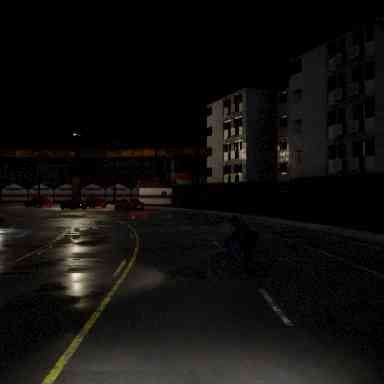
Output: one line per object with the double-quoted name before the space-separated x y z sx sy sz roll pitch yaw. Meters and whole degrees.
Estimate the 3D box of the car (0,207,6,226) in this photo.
"car" -13.902 1.561 22.674 1.812 1.442 4.674 0 0 -23

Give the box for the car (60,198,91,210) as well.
"car" -15.142 1.564 42.387 1.994 1.385 4.181 0 0 -45

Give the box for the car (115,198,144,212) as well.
"car" -7.383 1.478 38.927 1.882 1.535 5.008 0 0 -36

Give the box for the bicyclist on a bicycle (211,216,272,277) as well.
"bicyclist on a bicycle" 1.296 1.455 8.799 1.656 1.620 0.582 -2 0 -2

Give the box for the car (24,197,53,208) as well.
"car" -22.189 1.477 47.971 5.008 1.535 1.882 0 0 31

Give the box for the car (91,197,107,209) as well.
"car" -13.746 1.477 45.979 5.008 1.535 1.882 0 0 42
